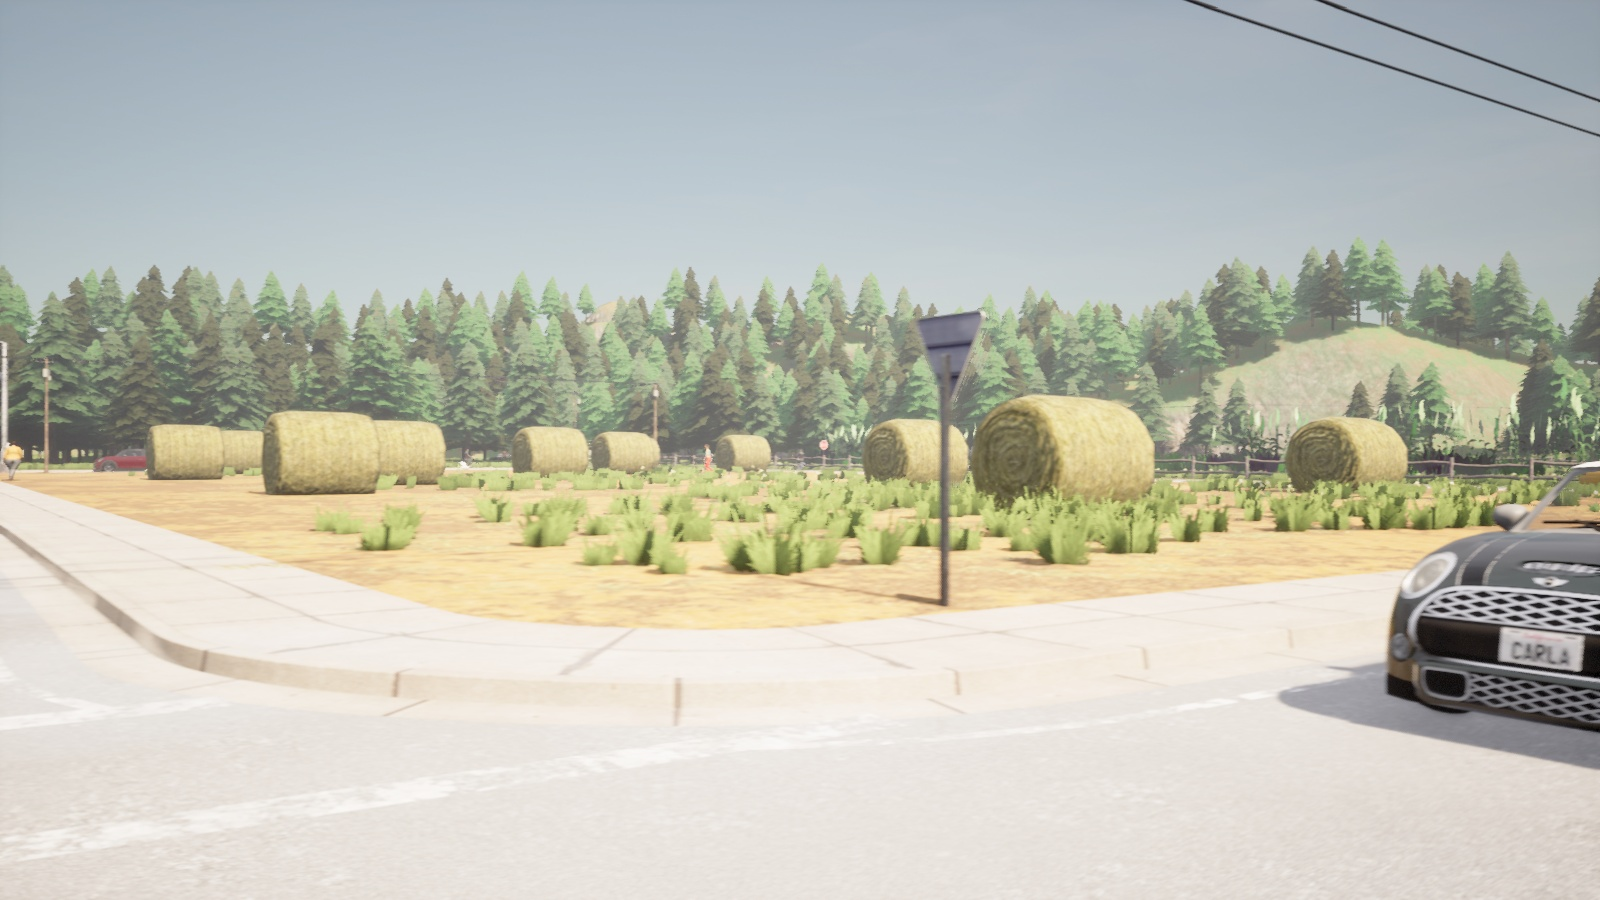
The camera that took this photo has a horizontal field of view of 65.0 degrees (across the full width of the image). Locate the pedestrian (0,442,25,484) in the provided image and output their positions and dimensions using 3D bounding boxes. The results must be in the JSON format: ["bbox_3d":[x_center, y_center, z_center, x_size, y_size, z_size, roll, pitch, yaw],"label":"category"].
[{"bbox_3d":[-34.967,0.587,55.670,0.874,1.855,0.900,0,0,-21],"label":"pedestrian"}]

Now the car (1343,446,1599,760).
[{"bbox_3d":[5.142,0.717,7.242,3.806,1.475,1.970,0,0,-35],"label":"car"}]
